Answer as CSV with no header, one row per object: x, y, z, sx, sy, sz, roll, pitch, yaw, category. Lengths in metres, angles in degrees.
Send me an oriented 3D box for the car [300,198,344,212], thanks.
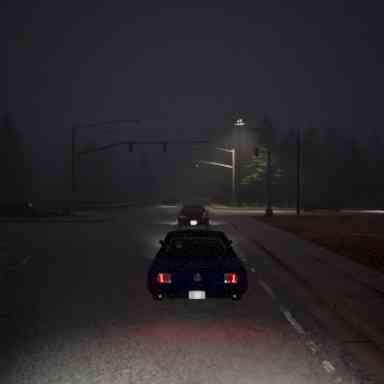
14.758,1.478,38.017,4.902,1.511,2.128,0,0,1,car

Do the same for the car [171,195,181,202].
-3.439,1.411,74.038,1.882,1.535,5.008,0,0,1,car

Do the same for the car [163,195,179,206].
-3.607,1.516,54.465,1.994,1.385,4.181,0,0,0,car

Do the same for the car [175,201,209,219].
0.096,1.504,20.452,1.812,1.442,4.674,0,0,0,car

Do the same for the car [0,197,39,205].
-18.350,1.355,34.907,4.553,1.767,2.097,0,0,1,car

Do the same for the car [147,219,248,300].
0.097,1.594,8.299,1.895,1.301,4.718,0,0,0,car

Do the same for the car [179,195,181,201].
-3.565,1.507,63.733,1.994,1.385,4.181,0,0,1,car
